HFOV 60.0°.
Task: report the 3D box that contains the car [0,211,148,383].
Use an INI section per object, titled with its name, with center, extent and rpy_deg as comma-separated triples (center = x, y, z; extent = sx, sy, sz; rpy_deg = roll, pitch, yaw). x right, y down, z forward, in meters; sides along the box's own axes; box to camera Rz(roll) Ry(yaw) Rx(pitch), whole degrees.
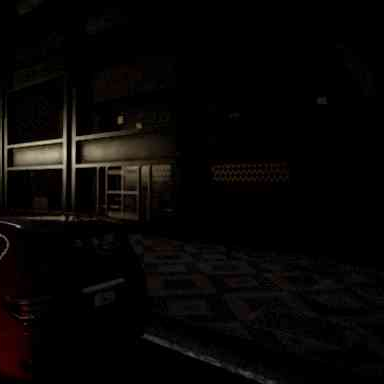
[car]
center = -2.896, 1.211, 5.069
extent = 5.009, 1.841, 2.192
rpy_deg = 1, 1, 36
